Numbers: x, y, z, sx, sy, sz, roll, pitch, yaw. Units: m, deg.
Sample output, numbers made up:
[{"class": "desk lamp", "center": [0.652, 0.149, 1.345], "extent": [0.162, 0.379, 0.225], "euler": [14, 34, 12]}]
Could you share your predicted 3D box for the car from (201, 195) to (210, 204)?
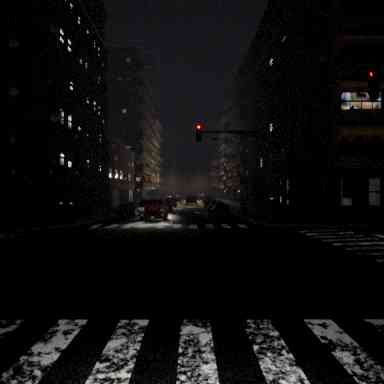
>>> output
[{"class": "car", "center": [2.606, 1.553, 46.954], "extent": [1.887, 1.381, 4.507], "euler": [0, 0, 0]}]

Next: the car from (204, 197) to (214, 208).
[{"class": "car", "center": [2.625, 1.569, 35.907], "extent": [1.947, 1.339, 4.313], "euler": [0, 0, 0]}]

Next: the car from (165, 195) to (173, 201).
[{"class": "car", "center": [-5.839, 1.560, 85.447], "extent": [1.752, 1.417, 4.829], "euler": [0, 0, 0]}]

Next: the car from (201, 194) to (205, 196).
[{"class": "car", "center": [3.048, 1.542, 60.952], "extent": [1.812, 1.442, 4.674], "euler": [0, 0, 0]}]

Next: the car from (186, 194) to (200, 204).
[{"class": "car", "center": [-0.103, 1.368, 61.437], "extent": [2.097, 1.767, 4.553], "euler": [0, 0, 0]}]

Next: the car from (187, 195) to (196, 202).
[{"class": "car", "center": [-0.115, 1.407, 69.840], "extent": [1.994, 1.385, 4.181], "euler": [0, 0, 0]}]

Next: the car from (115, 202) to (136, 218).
[{"class": "car", "center": [-5.747, 1.567, 30.381], "extent": [1.947, 1.339, 4.313], "euler": [0, 0, 0]}]

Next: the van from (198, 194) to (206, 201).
[{"class": "van", "center": [2.540, 1.376, 85.618], "extent": [1.690, 1.788, 3.998], "euler": [-1, 0, 0]}]

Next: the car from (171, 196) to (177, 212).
[{"class": "car", "center": [-3.162, 1.496, 37.925], "extent": [2.128, 1.511, 4.902], "euler": [0, 0, 0]}]

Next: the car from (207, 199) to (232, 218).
[{"class": "car", "center": [2.634, 1.583, 30.383], "extent": [1.802, 1.307, 4.206], "euler": [0, 0, 0]}]

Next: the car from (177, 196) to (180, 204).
[{"class": "car", "center": [-3.167, 1.535, 48.505], "extent": [1.812, 1.442, 4.674], "euler": [0, 0, 0]}]

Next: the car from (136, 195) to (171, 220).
[{"class": "car", "center": [-3.087, 1.353, 27.630], "extent": [2.097, 1.767, 4.553], "euler": [0, 0, -2]}]

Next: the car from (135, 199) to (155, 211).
[{"class": "car", "center": [-5.766, 1.571, 41.429], "extent": [1.947, 1.339, 4.313], "euler": [0, 0, 0]}]
